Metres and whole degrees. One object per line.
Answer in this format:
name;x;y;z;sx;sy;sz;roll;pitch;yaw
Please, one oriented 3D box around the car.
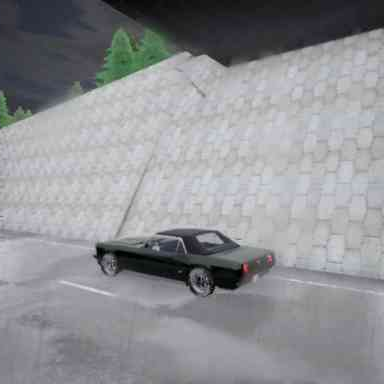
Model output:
car;-0.411;1.604;8.587;4.718;1.301;1.895;0;0;36
